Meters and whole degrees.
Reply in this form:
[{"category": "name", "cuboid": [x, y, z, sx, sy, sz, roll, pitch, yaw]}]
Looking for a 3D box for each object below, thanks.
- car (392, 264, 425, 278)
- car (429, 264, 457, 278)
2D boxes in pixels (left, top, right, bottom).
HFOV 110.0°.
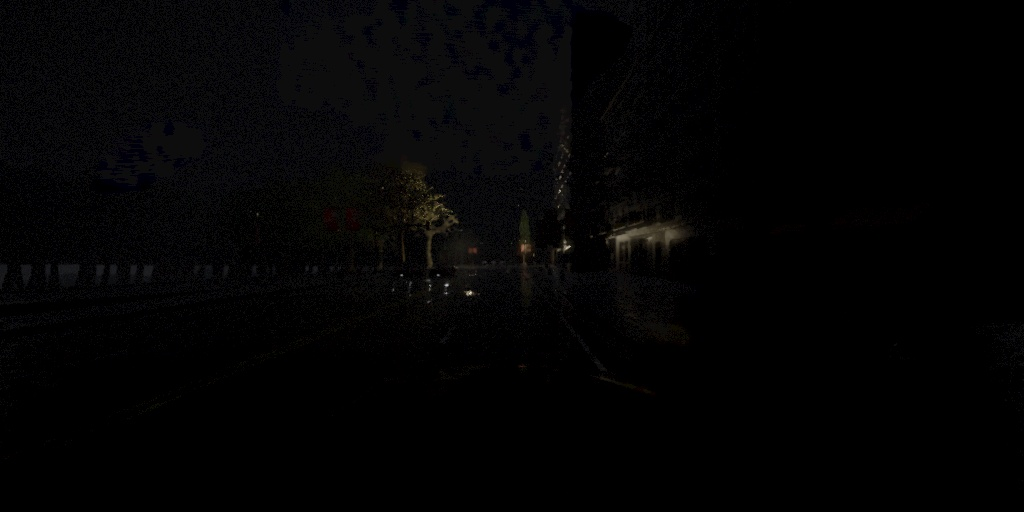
[{"category": "car", "cuboid": [-9.790, 1.400, 34.096, 1.895, 1.301, 4.718, 0, 0, 0]}, {"category": "car", "cuboid": [-6.541, 1.400, 34.094, 1.895, 1.301, 4.718, 0, 0, 1]}]
